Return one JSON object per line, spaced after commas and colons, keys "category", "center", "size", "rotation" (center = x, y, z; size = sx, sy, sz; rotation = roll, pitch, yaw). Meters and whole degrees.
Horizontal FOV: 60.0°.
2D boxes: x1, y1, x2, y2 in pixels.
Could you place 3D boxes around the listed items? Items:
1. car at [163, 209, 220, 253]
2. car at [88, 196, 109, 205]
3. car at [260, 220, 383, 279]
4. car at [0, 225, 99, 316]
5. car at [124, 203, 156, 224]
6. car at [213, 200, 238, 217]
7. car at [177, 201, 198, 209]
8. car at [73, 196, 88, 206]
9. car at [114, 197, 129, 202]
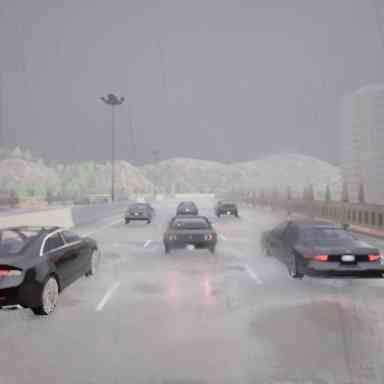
{"category": "car", "center": [-0.091, 1.595, 13.618], "size": [1.895, 1.301, 4.718], "rotation": [0, 0, -1]}
{"category": "car", "center": [-15.074, 1.478, 55.323], "size": [2.128, 1.511, 4.902], "rotation": [0, 0, -1]}
{"category": "car", "center": [3.476, 1.541, 10.009], "size": [2.033, 1.411, 5.357], "rotation": [0, 0, -1]}
{"category": "car", "center": [-3.498, 1.491, 7.461], "size": [2.128, 1.511, 4.902], "rotation": [0, 0, -1]}
{"category": "car", "center": [-3.814, 1.540, 25.045], "size": [2.033, 1.411, 5.357], "rotation": [0, 0, -1]}
{"category": "car", "center": [3.074, 1.490, 30.704], "size": [1.837, 1.490, 4.892], "rotation": [0, 0, -1]}
{"category": "car", "center": [-0.436, 1.551, 31.166], "size": [1.994, 1.385, 4.181], "rotation": [0, 0, -1]}
{"category": "car", "center": [-18.588, 1.492, 56.408], "size": [1.837, 1.490, 4.892], "rotation": [0, 0, -1]}
{"category": "car", "center": [-11.566, 1.532, 55.155], "size": [2.033, 1.411, 5.357], "rotation": [0, 0, 0]}
